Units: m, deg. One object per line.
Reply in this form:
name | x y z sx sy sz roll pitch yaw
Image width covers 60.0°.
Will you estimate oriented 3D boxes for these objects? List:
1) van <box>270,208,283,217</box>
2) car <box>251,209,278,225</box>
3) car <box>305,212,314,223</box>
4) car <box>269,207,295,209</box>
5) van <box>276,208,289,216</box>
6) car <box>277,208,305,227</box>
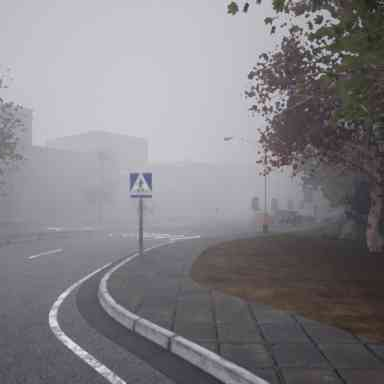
van | 20.363 4.886 80.322 1.878 1.987 4.442 0 -2 30
car | 9.858 3.680 45.807 2.097 1.767 4.553 0 -3 30
car | 19.053 4.420 55.398 1.895 1.301 4.718 0 -2 30
car | 14.826 3.929 54.366 2.150 2.045 5.566 0 -2 31
van | 23.170 5.081 85.102 1.878 1.987 4.442 0 -2 30
car | 13.702 3.643 46.164 2.150 2.045 5.566 0 -2 30
